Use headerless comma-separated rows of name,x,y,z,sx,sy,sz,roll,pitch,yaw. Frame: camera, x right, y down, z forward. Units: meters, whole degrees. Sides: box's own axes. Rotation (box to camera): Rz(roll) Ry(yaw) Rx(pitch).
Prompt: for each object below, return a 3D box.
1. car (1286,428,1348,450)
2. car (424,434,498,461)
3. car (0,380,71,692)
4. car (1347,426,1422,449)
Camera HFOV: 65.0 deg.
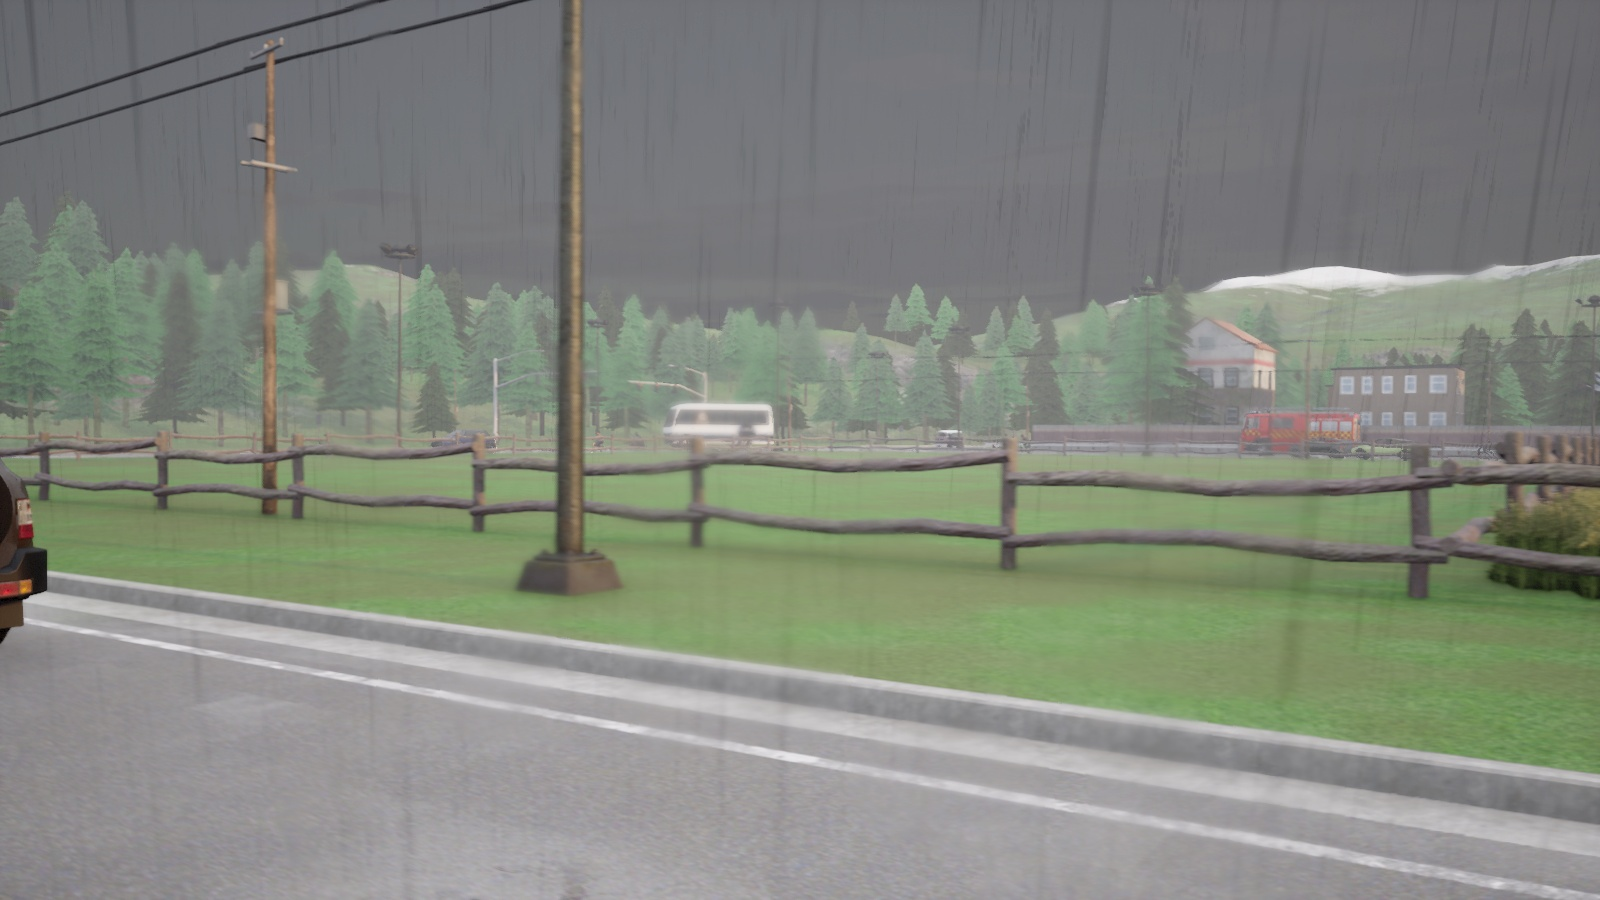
car,36.016,-0.760,87.455,3.705,1.549,1.789,0,1,34
car,-23.054,-0.187,85.598,2.097,1.767,4.553,0,1,34
car,-6.996,0.527,8.269,4.605,1.855,1.932,0,1,34
car,41.079,-0.859,88.271,4.514,1.525,2.007,0,1,34
